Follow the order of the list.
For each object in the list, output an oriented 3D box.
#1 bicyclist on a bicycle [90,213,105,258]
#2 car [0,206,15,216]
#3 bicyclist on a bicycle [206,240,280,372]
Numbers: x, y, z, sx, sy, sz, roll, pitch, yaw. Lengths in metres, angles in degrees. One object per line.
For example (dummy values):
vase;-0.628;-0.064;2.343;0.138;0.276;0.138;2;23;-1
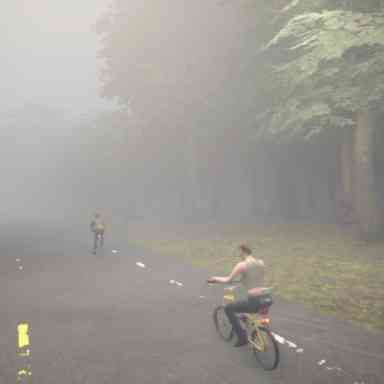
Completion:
bicyclist on a bicycle;-3.601;1.652;12.721;0.582;1.620;1.656;0;-1;-28
car;-28.660;2.958;51.523;1.837;1.490;4.892;0;-2;-35
bicyclist on a bicycle;0.697;1.466;4.668;0.866;1.612;1.509;0;-1;-28
